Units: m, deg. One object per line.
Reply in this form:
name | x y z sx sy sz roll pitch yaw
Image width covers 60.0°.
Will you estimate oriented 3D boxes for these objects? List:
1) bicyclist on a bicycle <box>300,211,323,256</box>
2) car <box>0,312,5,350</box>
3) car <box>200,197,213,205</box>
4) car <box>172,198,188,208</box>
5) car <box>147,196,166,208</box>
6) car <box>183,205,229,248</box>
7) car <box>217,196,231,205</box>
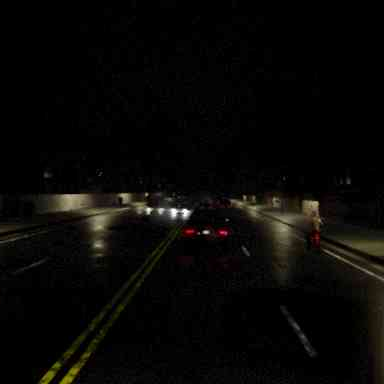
bicyclist on a bicycle | 4.562 1.523 12.570 0.866 1.612 1.509 1 0 3
car | -3.358 1.474 2.418 1.994 1.385 4.181 1 0 3
car | 2.395 1.483 54.726 1.812 1.442 4.674 1 0 3
car | -1.516 1.472 44.056 1.895 1.301 4.718 1 0 3
car | -4.727 1.268 44.783 1.882 1.535 5.008 1 0 3
car | 0.638 1.531 14.720 2.033 1.411 5.357 1 0 3
car | 5.833 1.566 58.976 1.812 1.442 4.674 1 0 3
